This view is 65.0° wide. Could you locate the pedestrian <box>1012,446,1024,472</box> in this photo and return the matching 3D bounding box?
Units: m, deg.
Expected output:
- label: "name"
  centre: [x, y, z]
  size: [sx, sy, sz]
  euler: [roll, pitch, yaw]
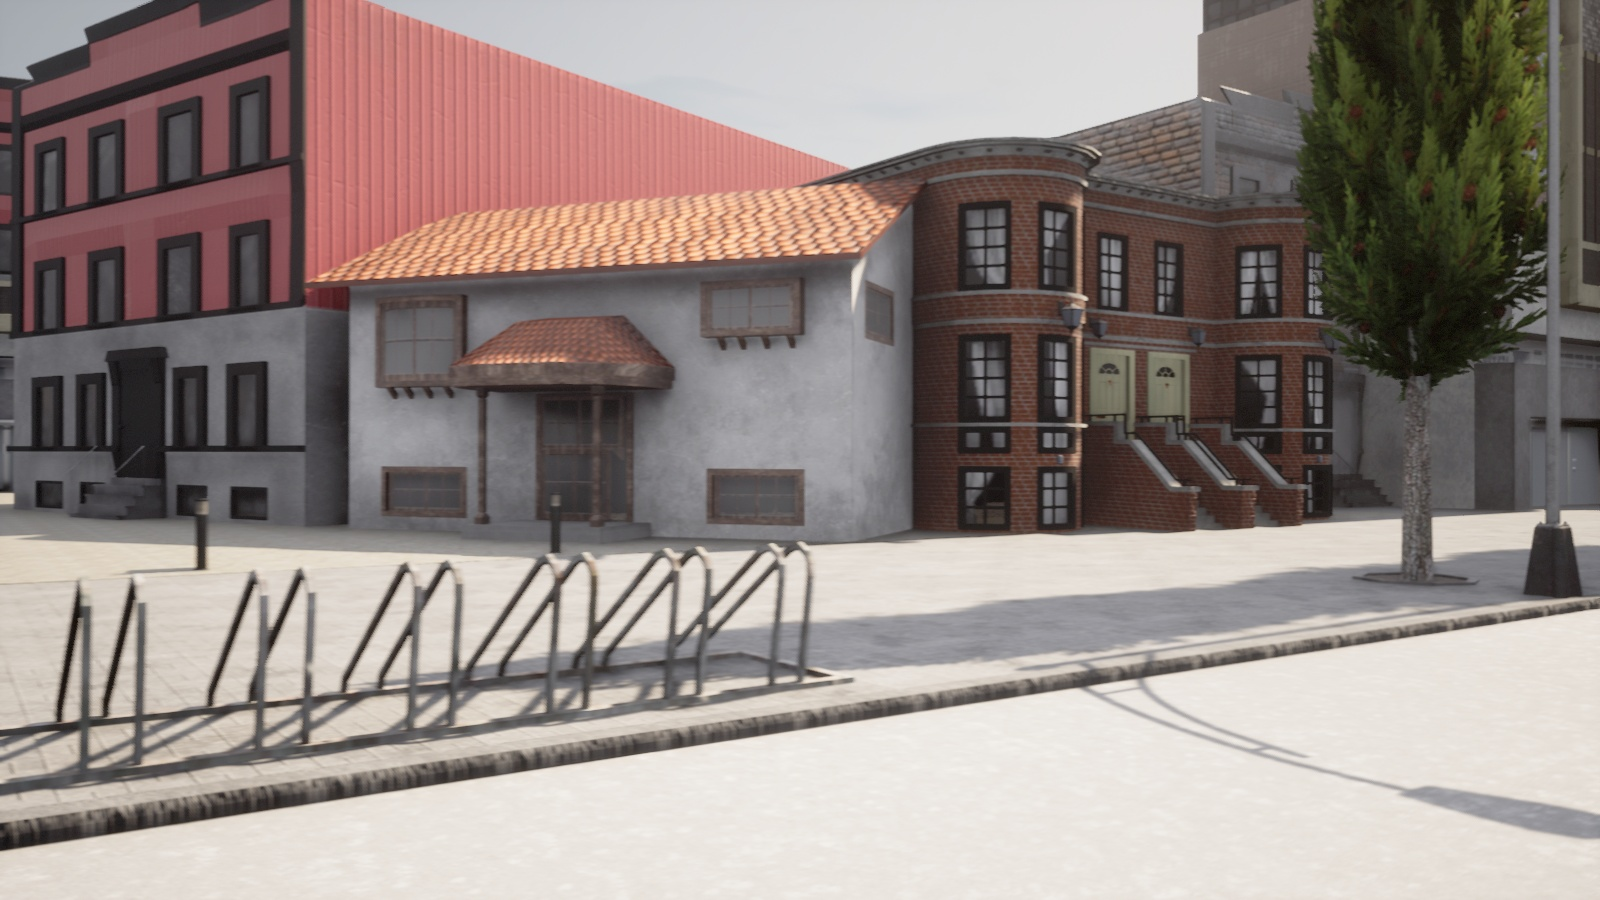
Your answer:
- label: "pedestrian"
  centre: [15.097, 0.628, 86.878]
  size: [0.431, 1.840, 0.703]
  euler: [0, 0, -36]
